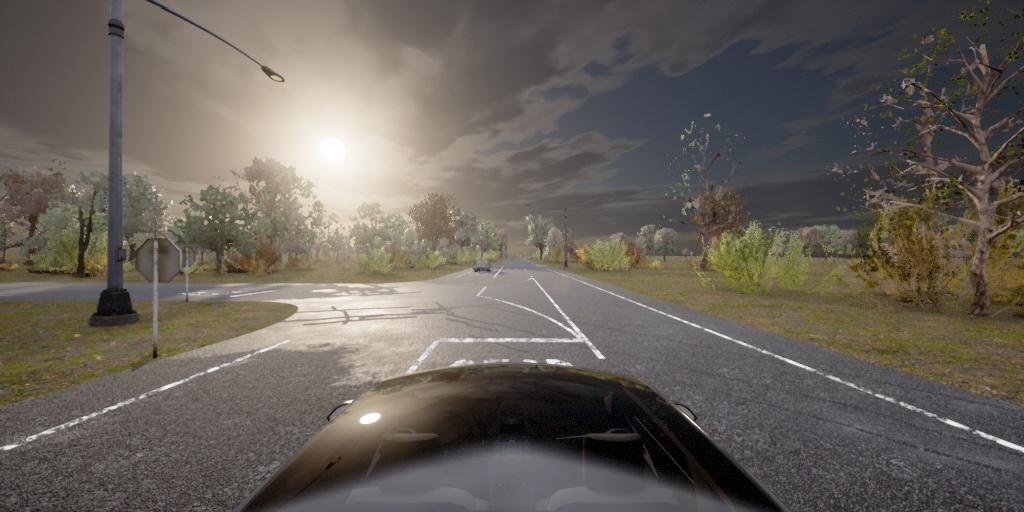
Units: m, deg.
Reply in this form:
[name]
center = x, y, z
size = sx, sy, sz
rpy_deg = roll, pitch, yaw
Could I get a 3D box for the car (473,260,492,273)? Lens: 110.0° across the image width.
[car]
center = -3.400, 1.235, 42.043
size = 1.837, 1.490, 4.892
rpy_deg = 0, 0, 0
